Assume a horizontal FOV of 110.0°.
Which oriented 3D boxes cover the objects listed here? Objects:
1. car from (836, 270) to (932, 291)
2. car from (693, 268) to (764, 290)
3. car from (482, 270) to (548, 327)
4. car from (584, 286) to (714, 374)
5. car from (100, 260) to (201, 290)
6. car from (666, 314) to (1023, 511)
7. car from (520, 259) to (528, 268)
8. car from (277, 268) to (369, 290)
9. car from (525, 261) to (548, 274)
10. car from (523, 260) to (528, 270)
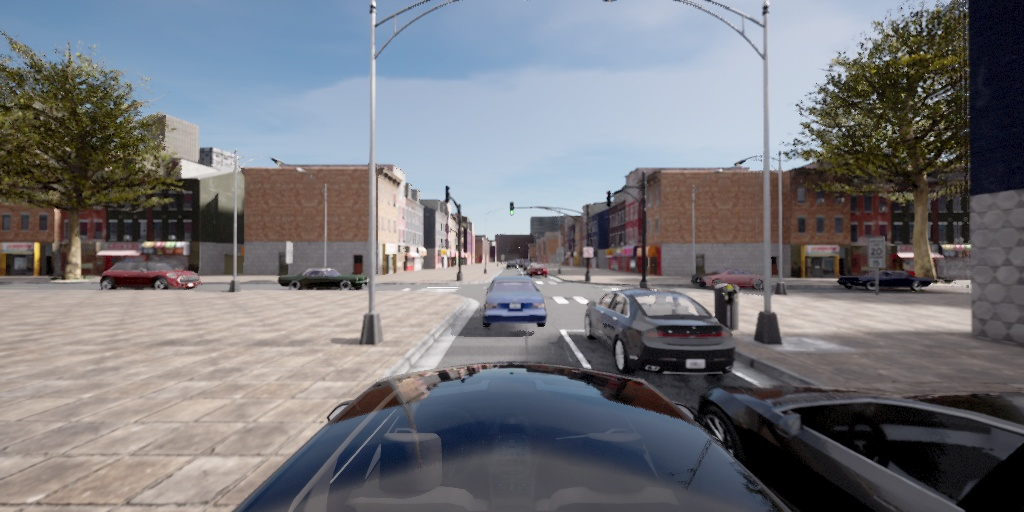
[{"bbox_3d":[24.786,1.612,24.033,4.718,1.301,1.895,0,0,0],"label":"car"},{"bbox_3d":[14.522,1.501,24.086,4.181,1.385,1.994,0,0,0],"label":"car"},{"bbox_3d":[0.007,1.338,11.714,2.033,1.411,5.357,0,0,-2],"label":"car"},{"bbox_3d":[2.633,1.322,7.332,2.007,1.370,4.403,0,0,0],"label":"car"},{"bbox_3d":[-21.320,1.129,21.308,4.553,1.767,2.097,0,0,0],"label":"car"},{"bbox_3d":[2.639,1.315,1.657,1.948,1.339,4.313,0,0,0],"label":"car"},{"bbox_3d":[2.580,1.585,53.398,1.948,1.339,4.313,0,0,0],"label":"car"},{"bbox_3d":[-10.986,1.394,21.255,4.718,1.301,1.895,0,0,0],"label":"car"},{"bbox_3d":[2.600,1.458,36.361,1.888,1.381,4.507,0,0,0],"label":"car"},{"bbox_3d":[2.593,1.472,42.210,1.751,1.417,4.829,0,0,0],"label":"car"}]
